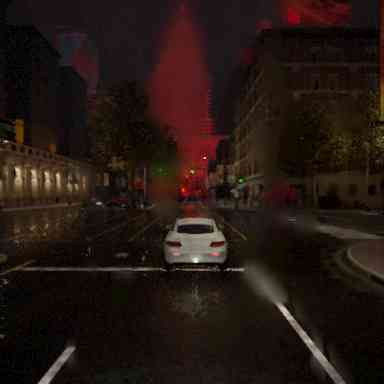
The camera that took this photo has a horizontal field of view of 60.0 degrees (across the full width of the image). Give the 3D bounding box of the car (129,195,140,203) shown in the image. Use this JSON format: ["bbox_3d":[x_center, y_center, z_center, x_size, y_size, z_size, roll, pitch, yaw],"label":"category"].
[{"bbox_3d":[-11.483,1.649,60.561,2.033,1.411,5.357,0,0,0],"label":"car"}]

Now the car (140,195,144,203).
[{"bbox_3d":[-11.458,1.474,70.781,2.097,1.767,4.553,0,0,0],"label":"car"}]

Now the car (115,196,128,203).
[{"bbox_3d":[-14.958,1.597,70.752,1.882,1.535,5.008,0,0,0],"label":"car"}]

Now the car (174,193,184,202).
[{"bbox_3d":[-3.452,1.689,81.352,1.994,1.385,4.181,0,0,0],"label":"car"}]

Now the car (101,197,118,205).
[{"bbox_3d":[-14.980,1.606,60.337,1.837,1.490,4.892,0,0,1],"label":"car"}]

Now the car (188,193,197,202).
[{"bbox_3d":[0.048,1.491,80.969,2.097,1.767,4.553,0,0,0],"label":"car"}]

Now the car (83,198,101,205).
[{"bbox_3d":[-18.214,1.697,60.869,1.895,1.301,4.718,0,0,0],"label":"car"}]

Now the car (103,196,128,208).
[{"bbox_3d":[-11.554,1.563,50.747,1.882,1.535,5.008,0,0,0],"label":"car"}]

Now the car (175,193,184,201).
[{"bbox_3d":[-3.447,1.377,90.505,2.150,2.045,5.566,0,0,0],"label":"car"}]

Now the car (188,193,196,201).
[{"bbox_3d":[0.053,1.377,90.368,2.150,2.045,5.566,0,0,0],"label":"car"}]

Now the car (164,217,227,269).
[{"bbox_3d":[0.102,1.544,11.059,1.812,1.442,4.674,0,0,0],"label":"car"}]

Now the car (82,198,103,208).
[{"bbox_3d":[-15.053,1.633,50.798,2.033,1.411,5.357,0,0,0],"label":"car"}]
